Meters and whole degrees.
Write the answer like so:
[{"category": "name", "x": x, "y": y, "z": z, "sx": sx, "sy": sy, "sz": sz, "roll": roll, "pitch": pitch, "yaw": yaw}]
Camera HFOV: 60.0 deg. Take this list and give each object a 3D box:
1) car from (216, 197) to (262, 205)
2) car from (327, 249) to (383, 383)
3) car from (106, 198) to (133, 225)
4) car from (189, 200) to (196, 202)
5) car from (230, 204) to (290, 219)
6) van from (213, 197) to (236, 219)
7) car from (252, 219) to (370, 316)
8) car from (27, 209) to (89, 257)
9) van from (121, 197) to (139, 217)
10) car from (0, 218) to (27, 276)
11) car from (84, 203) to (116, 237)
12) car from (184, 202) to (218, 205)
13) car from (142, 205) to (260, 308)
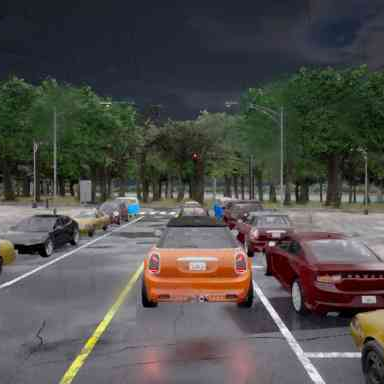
[{"category": "car", "x": 2.776, "y": 1.317, "z": 18.299, "sx": 2.192, "sy": 1.841, "sz": 5.009, "roll": 0, "pitch": 0, "yaw": 0}, {"category": "car", "x": 2.762, "y": 1.525, "z": 2.156, "sx": 1.752, "sy": 1.417, "sz": 4.829, "roll": 0, "pitch": 0, "yaw": 0}, {"category": "car", "x": -5.744, "y": 1.443, "z": 23.744, "sx": 1.967, "sy": 1.590, "sz": 4.097, "roll": 0, "pitch": 0, "yaw": 0}, {"category": "car", "x": 0.021, "y": 1.460, "z": 27.255, "sx": 1.801, "sy": 1.575, "sz": 5.366, "roll": 0, "pitch": 0, "yaw": 1}, {"category": "car", "x": 2.772, "y": 1.441, "z": 12.861, "sx": 1.967, "sy": 1.590, "sz": 4.097, "roll": 0, "pitch": 0, "yaw": 0}, {"category": "van", "x": 2.786, "y": 1.346, "z": 29.174, "sx": 1.690, "sy": 1.788, "sz": 3.998, "roll": 0, "pitch": 0, "yaw": 0}, {"category": "car", "x": 2.767, "y": 1.545, "z": 7.424, "sx": 1.887, "sy": 1.381, "sz": 4.507, "roll": 0, "pitch": 0, "yaw": 0}, {"category": "car", "x": -5.753, "y": 1.567, "z": 12.869, "sx": 1.947, "sy": 1.339, "sz": 4.313, "roll": 0, "pitch": 0, "yaw": 0}, {"category": "van", "x": -5.739, "y": 1.346, "z": 29.182, "sx": 1.690, "sy": 1.788, "sz": 3.998, "roll": 0, "pitch": 0, "yaw": 0}, {"category": "car", "x": -5.758, "y": 1.525, "z": 7.261, "sx": 1.752, "sy": 1.417, "sz": 4.829, "roll": 0, "pitch": 0, "yaw": 0}, {"category": "car", "x": -5.749, "y": 1.527, "z": 18.136, "sx": 1.752, "sy": 1.417, "sz": 4.829, "roll": 0, "pitch": 0, "yaw": 0}, {"category": "car", "x": 0.113, "y": 1.493, "z": 17.310, "sx": 2.128, "sy": 1.511, "sz": 4.902, "roll": 0, "pitch": 0, "yaw": 0}, {"category": "car", "x": 0.106, "y": 1.352, "z": 8.096, "sx": 2.097, "sy": 1.767, "sz": 4.553, "roll": 0, "pitch": 0, "yaw": 0}]
